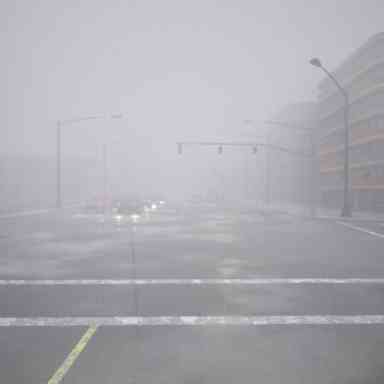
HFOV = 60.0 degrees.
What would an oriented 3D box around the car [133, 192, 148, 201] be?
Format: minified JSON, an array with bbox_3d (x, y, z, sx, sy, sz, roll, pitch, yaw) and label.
[{"bbox_3d":[-9.692,0.878,63.091,2.128,1.511,4.902,0,1,1],"label":"car"}]

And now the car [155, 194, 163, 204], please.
[{"bbox_3d":[-6.268,1.064,52.573,2.128,1.511,4.902,0,1,0],"label":"car"}]

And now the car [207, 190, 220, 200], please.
[{"bbox_3d":[4.467,0.900,65.829,1.994,1.385,4.181,0,1,0],"label":"car"}]

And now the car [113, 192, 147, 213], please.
[{"bbox_3d":[-6.330,1.216,34.410,2.097,1.767,4.553,0,1,0],"label":"car"}]

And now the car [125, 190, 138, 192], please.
[{"bbox_3d":[-9.760,0.792,52.839,2.150,2.045,5.566,0,1,0],"label":"car"}]

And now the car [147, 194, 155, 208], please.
[{"bbox_3d":[-6.302,1.265,43.292,1.812,1.442,4.674,0,1,0],"label":"car"}]

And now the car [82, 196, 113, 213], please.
[{"bbox_3d":[-9.828,1.215,34.753,2.097,1.767,4.553,0,1,0],"label":"car"}]

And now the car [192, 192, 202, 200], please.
[{"bbox_3d":[0.967,0.811,65.991,1.882,1.535,5.008,0,1,0],"label":"car"}]

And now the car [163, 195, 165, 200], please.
[{"bbox_3d":[-6.198,0.994,62.703,1.895,1.301,4.718,0,1,1],"label":"car"}]

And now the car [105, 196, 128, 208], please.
[{"bbox_3d":[-9.802,1.302,43.396,1.994,1.385,4.181,0,1,0],"label":"car"}]

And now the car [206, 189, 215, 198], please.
[{"bbox_3d":[4.399,0.403,75.812,2.150,2.045,5.566,0,1,0],"label":"car"}]
